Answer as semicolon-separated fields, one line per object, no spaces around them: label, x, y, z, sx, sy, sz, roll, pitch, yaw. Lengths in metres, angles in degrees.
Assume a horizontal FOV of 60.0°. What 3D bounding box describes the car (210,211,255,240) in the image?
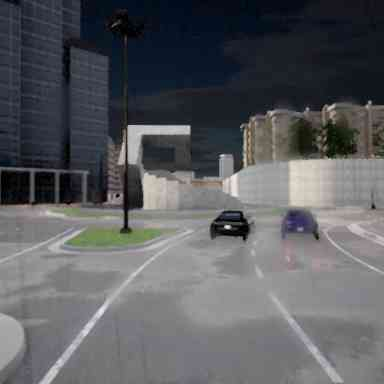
car;2.298;1.703;18.196;1.994;1.385;4.181;0;0;16

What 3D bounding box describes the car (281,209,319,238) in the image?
car;5.944;1.666;18.478;1.812;1.442;4.674;0;0;16
